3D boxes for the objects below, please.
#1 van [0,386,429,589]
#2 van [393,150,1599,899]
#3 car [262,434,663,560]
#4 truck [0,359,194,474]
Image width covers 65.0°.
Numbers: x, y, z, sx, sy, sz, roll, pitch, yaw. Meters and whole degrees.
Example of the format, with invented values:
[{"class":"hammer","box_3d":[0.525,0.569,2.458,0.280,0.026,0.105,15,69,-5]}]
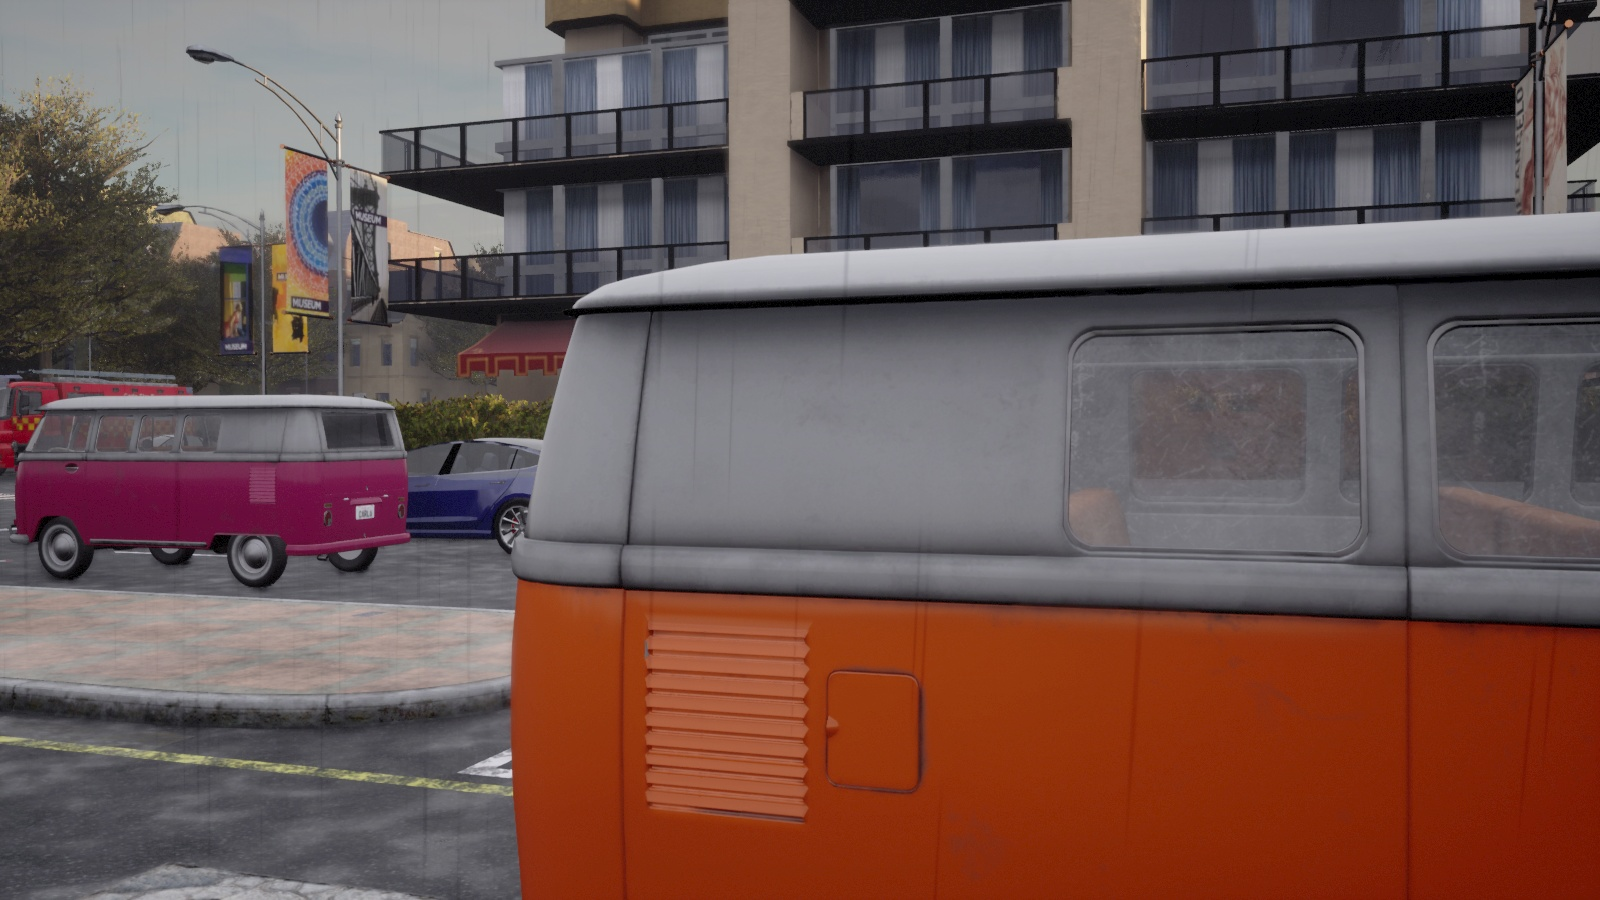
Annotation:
[{"class":"van","box_3d":[-6.511,0.334,13.820,4.442,1.987,1.775,1,1,19]},{"class":"van","box_3d":[1.570,0.542,2.661,4.442,1.987,1.775,1,1,19]},{"class":"car","box_3d":[-4.484,0.540,16.834,4.792,1.488,2.163,1,1,19]},{"class":"truck","box_3d":[-26.770,-1.180,46.298,2.891,3.827,8.468,1,1,18]}]
